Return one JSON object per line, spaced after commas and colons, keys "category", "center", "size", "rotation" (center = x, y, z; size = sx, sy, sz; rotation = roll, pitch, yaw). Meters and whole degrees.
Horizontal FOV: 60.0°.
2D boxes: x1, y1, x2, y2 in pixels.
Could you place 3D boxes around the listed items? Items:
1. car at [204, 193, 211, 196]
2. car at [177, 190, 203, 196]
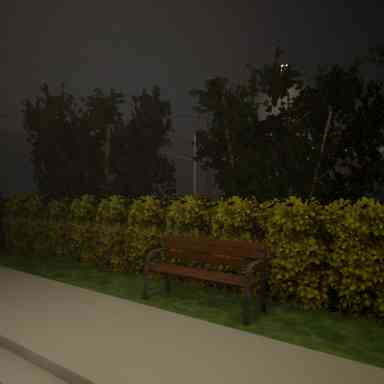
{"category": "car", "center": [5.171, 0.693, 69.132], "size": [1.882, 1.535, 5.008], "rotation": [0, 1, 35]}
{"category": "car", "center": [-0.898, 0.650, 60.571], "size": [2.150, 2.045, 5.566], "rotation": [0, 1, 35]}
